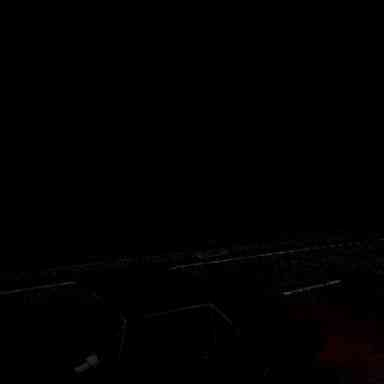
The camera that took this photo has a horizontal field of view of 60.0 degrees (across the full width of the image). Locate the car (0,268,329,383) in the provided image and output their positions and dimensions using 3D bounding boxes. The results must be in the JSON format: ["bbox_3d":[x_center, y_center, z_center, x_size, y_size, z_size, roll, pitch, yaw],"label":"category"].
[{"bbox_3d":[-0.804,1.594,3.313,4.718,1.301,1.895,0,0,-34],"label":"car"}]
